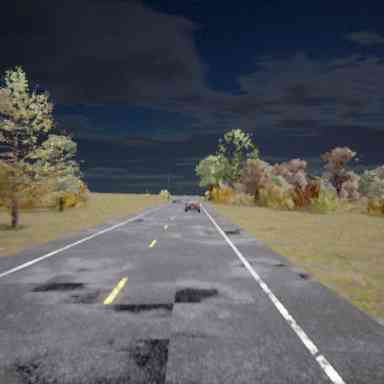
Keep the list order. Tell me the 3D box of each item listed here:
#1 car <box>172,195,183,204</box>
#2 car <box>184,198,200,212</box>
[{"bbox_3d":[-3.529,1.862,75.733,1.882,1.535,5.008,0,0,0],"label":"car"},{"bbox_3d":[0.070,1.739,42.700,1.812,1.442,4.674,0,0,0],"label":"car"}]
